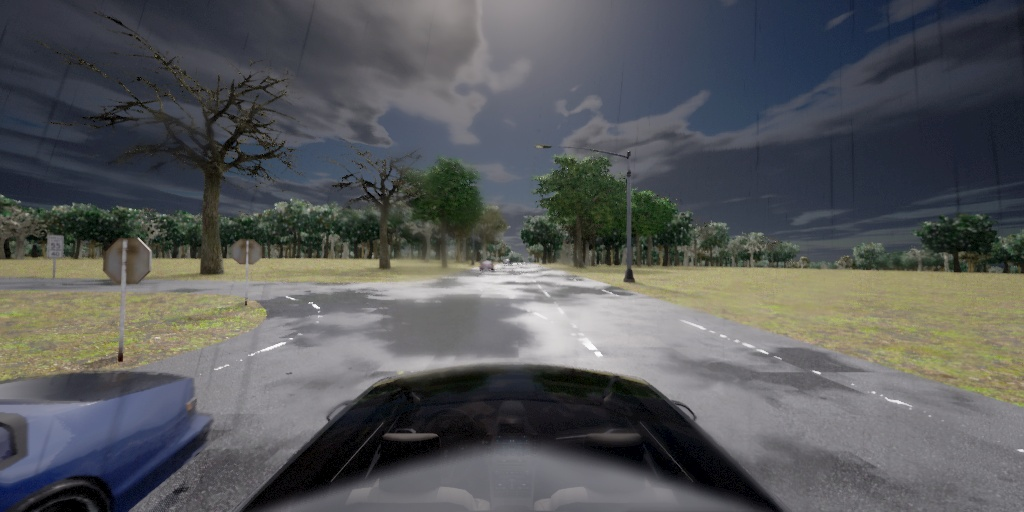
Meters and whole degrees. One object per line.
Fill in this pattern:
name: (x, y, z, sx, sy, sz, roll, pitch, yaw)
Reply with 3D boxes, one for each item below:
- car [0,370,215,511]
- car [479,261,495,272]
car: (-3.502, 1.299, 0.674, 2.033, 1.411, 5.357, 0, 0, 0)
car: (-3.442, 1.386, 49.428, 1.812, 1.442, 4.674, 0, 0, 0)
